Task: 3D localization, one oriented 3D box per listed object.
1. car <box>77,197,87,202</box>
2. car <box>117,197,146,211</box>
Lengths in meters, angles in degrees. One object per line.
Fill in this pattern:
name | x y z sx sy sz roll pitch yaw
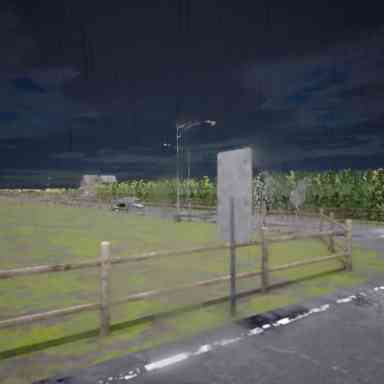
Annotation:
car | -16.493 1.041 51.627 1.994 1.385 4.181 -1 1 -37
car | -7.097 1.386 38.757 2.128 1.511 4.902 -1 1 -36
